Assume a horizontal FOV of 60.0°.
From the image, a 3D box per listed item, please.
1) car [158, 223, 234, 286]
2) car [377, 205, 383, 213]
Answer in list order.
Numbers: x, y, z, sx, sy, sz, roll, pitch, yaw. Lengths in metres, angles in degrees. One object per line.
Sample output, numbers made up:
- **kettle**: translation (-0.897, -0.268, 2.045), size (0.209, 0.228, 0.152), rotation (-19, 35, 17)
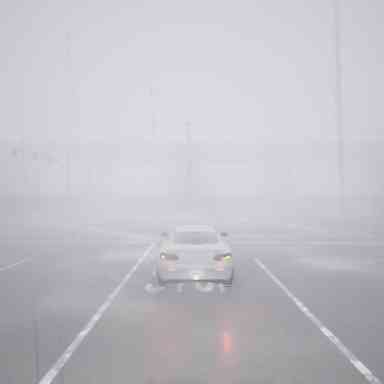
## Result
- **car**: translation (0.080, 1.597, 9.465), size (1.812, 1.442, 4.674), rotation (0, 0, 0)
- **car**: translation (23.326, 1.654, 37.382), size (4.674, 1.442, 1.812), rotation (-1, 0, 2)
